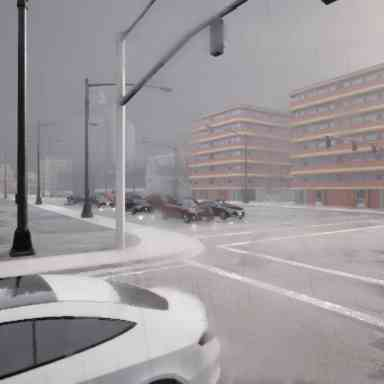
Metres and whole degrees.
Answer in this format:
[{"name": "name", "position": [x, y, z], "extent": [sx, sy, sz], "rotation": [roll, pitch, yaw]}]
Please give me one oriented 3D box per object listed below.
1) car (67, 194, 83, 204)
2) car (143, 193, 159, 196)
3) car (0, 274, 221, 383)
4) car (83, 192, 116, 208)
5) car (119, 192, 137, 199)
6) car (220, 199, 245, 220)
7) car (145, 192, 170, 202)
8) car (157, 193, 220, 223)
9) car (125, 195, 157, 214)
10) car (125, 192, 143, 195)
[{"name": "car", "position": [-16.722, 0.996, 48.444], "extent": [1.895, 1.301, 4.718], "rotation": [0, 1, -34]}, {"name": "car", "position": [-2.810, 1.092, 34.203], "extent": [2.097, 1.767, 4.553], "rotation": [0, 1, -34]}, {"name": "car", "position": [-1.863, 1.526, 2.665], "extent": [4.674, 1.442, 1.812], "rotation": [0, 0, -35]}, {"name": "car", "position": [-10.929, 1.069, 39.897], "extent": [2.128, 1.511, 4.902], "rotation": [0, 1, -34]}, {"name": "car", "position": [-13.300, 0.683, 68.523], "extent": [1.837, 1.490, 4.892], "rotation": [0, 0, -34]}, {"name": "car", "position": [2.194, 1.357, 26.859], "extent": [2.128, 1.511, 4.902], "rotation": [0, 1, -35]}, {"name": "car", "position": [-6.090, 0.852, 57.980], "extent": [2.128, 1.511, 4.902], "rotation": [0, 1, -34]}, {"name": "car", "position": [-0.371, 1.227, 24.412], "extent": [2.097, 1.767, 4.553], "rotation": [0, 1, -34]}, {"name": "car", "position": [-5.231, 1.317, 31.541], "extent": [1.994, 1.385, 4.181], "rotation": [0, 1, -34]}, {"name": "car", "position": [-8.435, 1.129, 42.453], "extent": [1.994, 1.385, 4.181], "rotation": [0, 1, -34]}]
